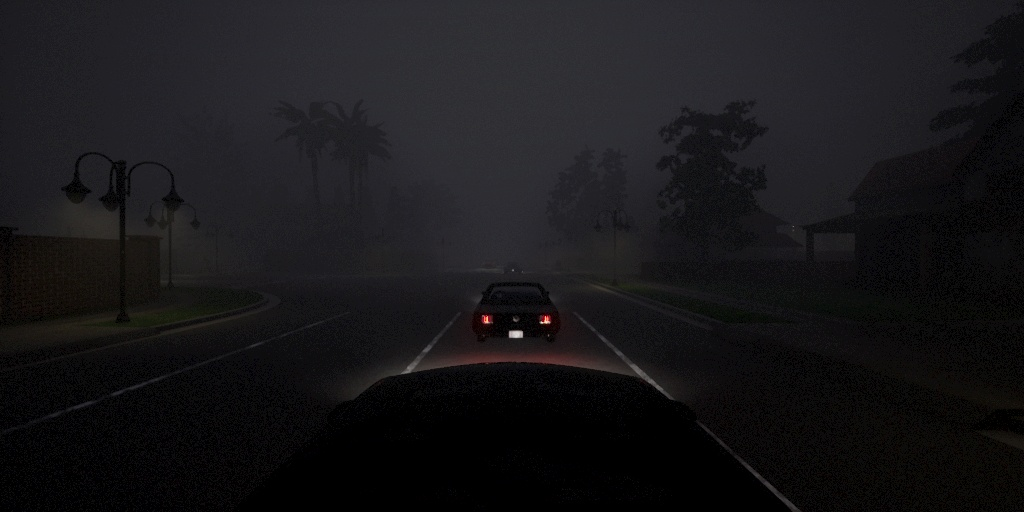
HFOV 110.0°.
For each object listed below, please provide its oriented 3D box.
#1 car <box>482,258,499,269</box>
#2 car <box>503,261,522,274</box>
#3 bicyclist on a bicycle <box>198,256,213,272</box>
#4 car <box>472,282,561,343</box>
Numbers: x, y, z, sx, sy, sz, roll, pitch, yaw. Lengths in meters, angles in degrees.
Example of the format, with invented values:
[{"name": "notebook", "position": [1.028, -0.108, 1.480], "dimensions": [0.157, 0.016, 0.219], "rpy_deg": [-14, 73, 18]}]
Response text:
[{"name": "car", "position": [-3.565, 1.197, 56.514], "dimensions": [1.882, 1.535, 5.008], "rpy_deg": [0, 0, 0]}, {"name": "car", "position": [0.091, 1.256, 39.696], "dimensions": [1.812, 1.442, 4.674], "rpy_deg": [0, 0, 0]}, {"name": "bicyclist on a bicycle", "position": [-30.590, 0.816, 35.793], "dimensions": [0.582, 1.620, 1.656], "rpy_deg": [0, 0, 0]}, {"name": "car", "position": [0.093, 1.346, 9.691], "dimensions": [1.895, 1.301, 4.718], "rpy_deg": [0, 0, 0]}]
